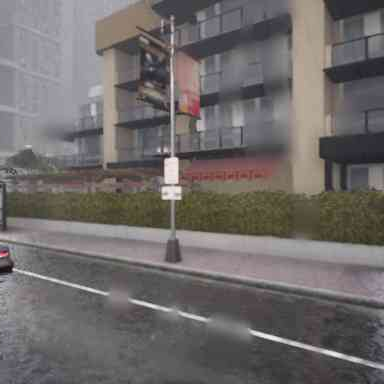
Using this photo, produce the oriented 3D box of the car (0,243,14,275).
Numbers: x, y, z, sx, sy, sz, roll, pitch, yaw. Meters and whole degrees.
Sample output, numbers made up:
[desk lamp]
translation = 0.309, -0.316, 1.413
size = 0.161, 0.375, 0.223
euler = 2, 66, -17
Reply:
[car]
translation = -6.882, 1.574, 8.913
size = 5.357, 1.411, 2.033
euler = 0, 0, 35
